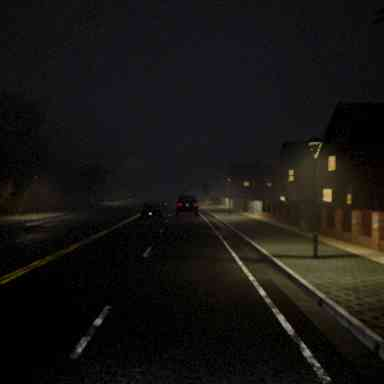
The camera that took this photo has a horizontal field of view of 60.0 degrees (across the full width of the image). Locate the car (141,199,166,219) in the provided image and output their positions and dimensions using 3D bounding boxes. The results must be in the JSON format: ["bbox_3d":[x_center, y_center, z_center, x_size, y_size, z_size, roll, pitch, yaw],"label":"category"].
[{"bbox_3d":[-3.705,1.647,31.300,1.837,1.490,4.892,0,0,-2],"label":"car"}]

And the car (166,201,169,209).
[{"bbox_3d":[-4.454,1.768,48.639,2.033,1.411,5.357,0,0,-3],"label":"car"}]

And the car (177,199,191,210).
[{"bbox_3d":[-1.218,1.780,48.748,1.994,1.385,4.181,0,0,-3],"label":"car"}]

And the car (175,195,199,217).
[{"bbox_3d":[-0.519,1.364,33.336,2.150,2.045,5.566,0,-1,-2],"label":"car"}]
